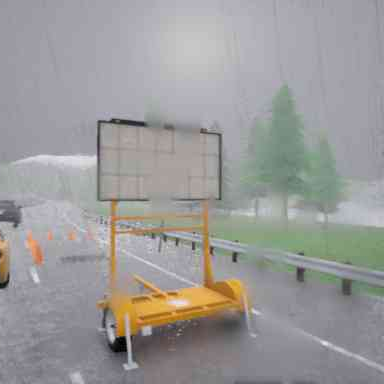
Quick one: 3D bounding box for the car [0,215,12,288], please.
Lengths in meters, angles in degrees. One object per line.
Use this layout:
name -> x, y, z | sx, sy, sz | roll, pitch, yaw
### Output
car -> -6.139, 1.631, 9.191 | 1.882, 1.535, 5.008 | 0, -1, -29

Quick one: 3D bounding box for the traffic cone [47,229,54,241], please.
traffic cone -> -7.324, 2.236, 17.219 | 0.340, 0.580, 0.340 | 0, -1, -29

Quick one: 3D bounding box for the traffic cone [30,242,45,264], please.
traffic cone -> -5.291, 2.144, 11.487 | 0.340, 0.580, 0.340 | 0, -1, -29

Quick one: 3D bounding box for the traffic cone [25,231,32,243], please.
traffic cone -> -7.229, 2.201, 14.986 | 0.340, 0.580, 0.340 | 0, -1, -29

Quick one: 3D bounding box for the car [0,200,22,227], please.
car -> -14.980, 1.657, 26.596 | 2.150, 2.045, 5.566 | 0, -1, -25

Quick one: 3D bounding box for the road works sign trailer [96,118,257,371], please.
road works sign trailer -> -0.599, 0.564, 6.109 | 2.380, 3.560, 2.880 | 0, -1, -29

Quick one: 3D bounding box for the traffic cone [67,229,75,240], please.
traffic cone -> -6.449, 2.243, 17.704 | 0.340, 0.580, 0.340 | 0, -1, -29

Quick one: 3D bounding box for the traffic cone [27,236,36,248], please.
traffic cone -> -6.260, 2.173, 13.236 | 0.340, 0.580, 0.340 | 0, -1, -29
